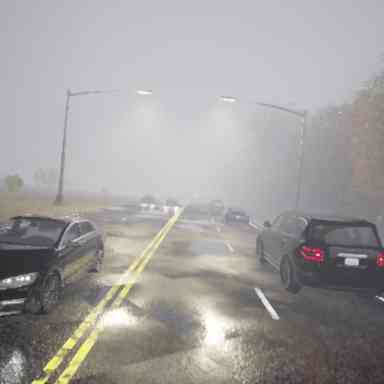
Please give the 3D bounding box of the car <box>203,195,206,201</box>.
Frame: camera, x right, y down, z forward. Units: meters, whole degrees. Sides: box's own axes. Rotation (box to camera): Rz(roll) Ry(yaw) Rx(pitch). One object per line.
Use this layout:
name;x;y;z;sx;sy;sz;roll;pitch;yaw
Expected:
car;4.004;1.856;71.280;2.033;1.411;5.357;6;-1;1

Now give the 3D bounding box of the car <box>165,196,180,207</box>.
car;-2.844;1.347;48.688;1.895;1.301;4.718;5;0;1

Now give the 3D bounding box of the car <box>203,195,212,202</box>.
car;4.273;1.806;93.279;2.128;1.511;4.902;6;-1;1

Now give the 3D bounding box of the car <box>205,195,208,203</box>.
car;3.867;1.840;60.265;1.812;1.442;4.674;6;1;1

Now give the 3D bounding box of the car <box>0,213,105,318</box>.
car;-3.243;1.255;7.155;2.128;1.511;4.902;5;0;0

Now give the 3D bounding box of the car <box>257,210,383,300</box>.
car;3.488;1.589;9.970;2.150;2.045;5.566;4;1;0

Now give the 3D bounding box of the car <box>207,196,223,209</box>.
car;3.745;1.739;49.284;2.033;1.649;4.856;6;-1;1

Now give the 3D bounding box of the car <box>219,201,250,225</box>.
car;3.600;1.879;27.836;1.994;1.385;4.181;6;1;0

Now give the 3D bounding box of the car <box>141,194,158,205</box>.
car;-6.086;1.016;47.782;1.994;1.385;4.181;5;0;1
